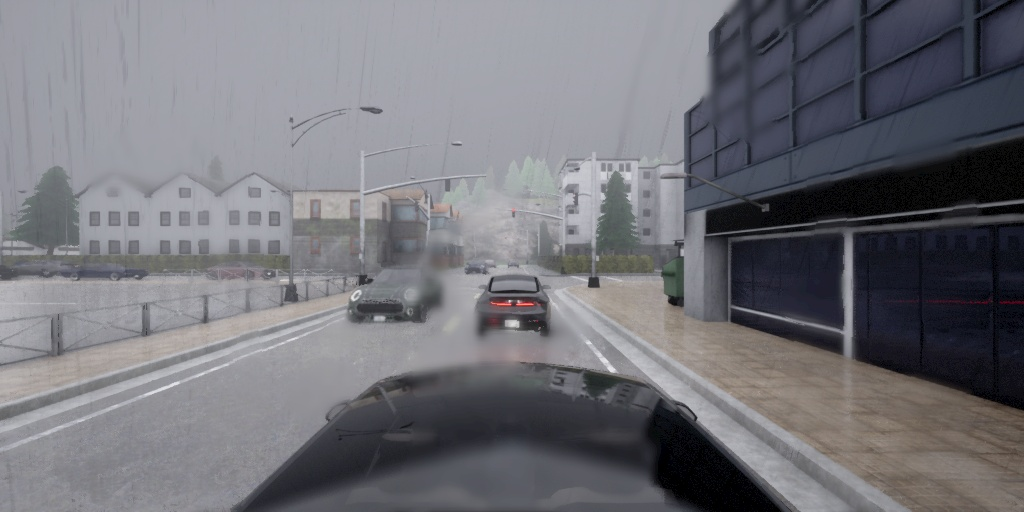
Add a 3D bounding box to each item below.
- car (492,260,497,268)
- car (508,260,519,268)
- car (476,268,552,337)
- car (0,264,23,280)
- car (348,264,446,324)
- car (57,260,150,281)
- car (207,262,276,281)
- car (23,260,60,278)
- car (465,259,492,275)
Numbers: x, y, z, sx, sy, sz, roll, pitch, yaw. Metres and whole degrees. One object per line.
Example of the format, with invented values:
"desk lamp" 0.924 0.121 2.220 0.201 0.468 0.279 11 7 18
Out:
"car" -3.490 1.275 56.360 1.812 1.442 4.674 0 0 0
"car" 0.199 1.351 60.949 1.895 1.301 4.718 0 0 -1
"car" 0.070 1.255 10.298 1.837 1.490 4.892 0 0 1
"car" -40.126 1.174 26.592 4.718 1.301 1.895 0 0 1
"car" -3.582 1.102 11.947 2.097 1.767 4.553 0 0 0
"car" -29.904 1.174 26.509 4.718 1.301 1.895 0 0 0
"car" -19.883 1.138 26.460 4.181 1.385 1.994 0 0 0
"car" -39.486 1.065 30.245 4.902 1.511 2.128 0 0 0
"car" -3.730 1.102 38.615 2.097 1.767 4.553 0 0 3
